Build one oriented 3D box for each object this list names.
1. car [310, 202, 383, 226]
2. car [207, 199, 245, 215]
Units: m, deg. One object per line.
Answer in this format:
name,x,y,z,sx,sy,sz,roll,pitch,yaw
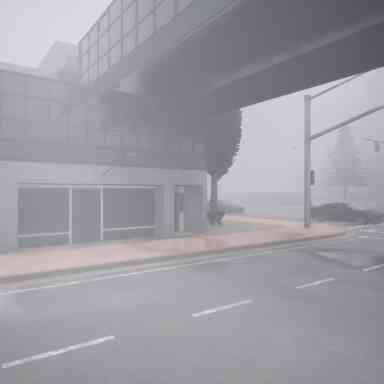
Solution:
car,10.880,1.478,23.537,1.882,1.535,5.008,0,0,-36
car,3.253,1.478,34.064,1.882,1.535,5.008,0,0,-36
